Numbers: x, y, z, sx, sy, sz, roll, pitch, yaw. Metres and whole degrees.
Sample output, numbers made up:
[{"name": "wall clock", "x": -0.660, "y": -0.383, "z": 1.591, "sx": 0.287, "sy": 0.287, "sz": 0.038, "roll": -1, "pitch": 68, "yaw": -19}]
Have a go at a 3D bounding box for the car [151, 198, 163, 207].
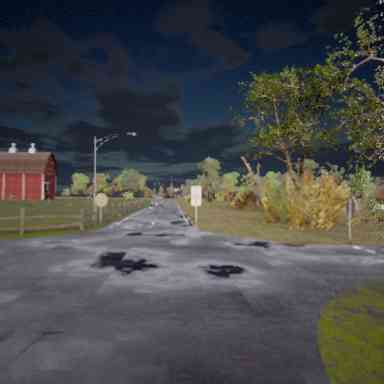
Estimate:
[{"name": "car", "x": -6.631, "y": 1.966, "z": 62.648, "sx": 2.097, "sy": 1.767, "sz": 4.553, "roll": 0, "pitch": 0, "yaw": -3}]
